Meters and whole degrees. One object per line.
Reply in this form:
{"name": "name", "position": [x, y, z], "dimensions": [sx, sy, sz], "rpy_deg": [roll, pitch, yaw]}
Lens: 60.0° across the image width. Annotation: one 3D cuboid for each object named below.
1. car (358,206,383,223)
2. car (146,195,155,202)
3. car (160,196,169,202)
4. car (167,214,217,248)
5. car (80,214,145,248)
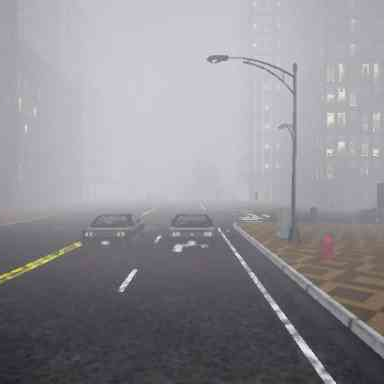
{"name": "car", "position": [15.921, 1.819, 27.113], "dimensions": [4.403, 1.369, 2.008], "rpy_deg": [1, 0, -1]}
{"name": "car", "position": [-9.749, 1.474, 78.508], "dimensions": [1.837, 1.490, 4.892], "rpy_deg": [0, 0, 0]}
{"name": "car", "position": [-6.499, 1.569, 78.477], "dimensions": [1.895, 1.301, 4.718], "rpy_deg": [0, 0, 0]}
{"name": "car", "position": [0.000, 1.613, 14.683], "dimensions": [1.895, 1.301, 4.718], "rpy_deg": [0, 0, 0]}
{"name": "car", "position": [-3.250, 1.613, 14.683], "dimensions": [1.895, 1.301, 4.718], "rpy_deg": [0, 0, 0]}
